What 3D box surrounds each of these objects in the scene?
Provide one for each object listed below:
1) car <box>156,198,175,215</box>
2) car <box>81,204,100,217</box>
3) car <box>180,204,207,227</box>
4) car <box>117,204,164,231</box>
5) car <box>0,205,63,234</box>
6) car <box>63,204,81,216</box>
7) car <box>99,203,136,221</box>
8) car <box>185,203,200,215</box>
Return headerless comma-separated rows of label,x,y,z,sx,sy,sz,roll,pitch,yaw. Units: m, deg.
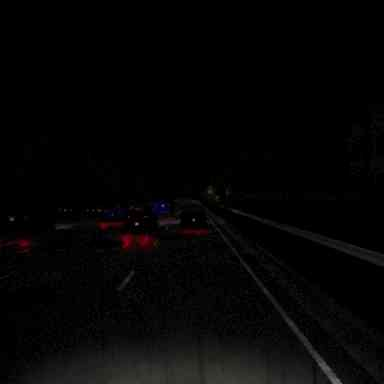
car,-3.403,1.788,41.950,2.150,2.045,5.566,0,-1,0
car,-10.427,2.056,37.751,2.033,1.411,5.357,0,-1,0
car,0.108,1.825,25.601,1.882,1.535,5.008,0,-1,0
car,-3.394,1.801,22.899,2.128,1.511,4.902,0,-1,0
car,-10.393,1.636,21.296,2.097,1.767,4.553,0,-1,0
car,-13.918,2.073,39.092,2.033,1.411,5.357,0,-1,0
car,-6.984,1.905,31.706,1.882,1.535,5.008,0,-1,0
car,0.099,2.184,43.012,1.895,1.301,4.718,0,-1,0
